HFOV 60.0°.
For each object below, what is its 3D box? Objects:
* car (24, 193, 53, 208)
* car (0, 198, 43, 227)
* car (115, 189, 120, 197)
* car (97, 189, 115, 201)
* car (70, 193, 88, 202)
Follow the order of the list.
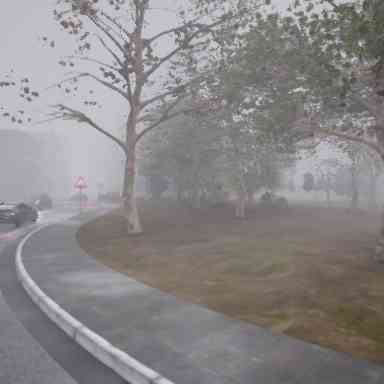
[{"bbox_3d":[-16.276,0.941,34.754,2.097,1.767,4.553,0,1,-5],"label":"car"},{"bbox_3d":[-11.393,1.379,21.221,1.812,1.442,4.674,0,1,-8],"label":"car"},{"bbox_3d":[-15.953,0.193,67.450,2.097,1.767,4.553,0,1,-5],"label":"car"},{"bbox_3d":[-15.008,0.659,57.104,1.882,1.535,5.008,0,1,-5],"label":"car"},{"bbox_3d":[-17.910,0.810,52.723,1.994,1.385,4.181,0,1,-5],"label":"car"}]
